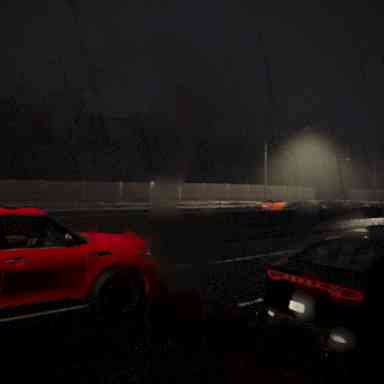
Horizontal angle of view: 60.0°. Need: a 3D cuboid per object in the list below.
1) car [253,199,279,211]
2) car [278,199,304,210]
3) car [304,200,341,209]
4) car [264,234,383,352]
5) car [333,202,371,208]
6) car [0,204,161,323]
[{"bbox_3d":[9.662,1.630,40.957,4.553,1.767,2.097,1,0,-35],"label":"car"},{"bbox_3d":[12.696,1.796,38.823,4.892,1.490,1.837,1,-1,-35],"label":"car"},{"bbox_3d":[14.622,1.640,35.901,4.553,1.767,2.097,1,0,-35],"label":"car"},{"bbox_3d":[3.540,1.533,6.267,5.008,1.535,1.882,1,0,-35],"label":"car"},{"bbox_3d":[16.407,1.886,32.877,4.718,1.301,1.895,1,0,-35],"label":"car"},{"bbox_3d":[-3.273,1.226,5.712,5.566,2.045,2.150,1,0,-35],"label":"car"}]
